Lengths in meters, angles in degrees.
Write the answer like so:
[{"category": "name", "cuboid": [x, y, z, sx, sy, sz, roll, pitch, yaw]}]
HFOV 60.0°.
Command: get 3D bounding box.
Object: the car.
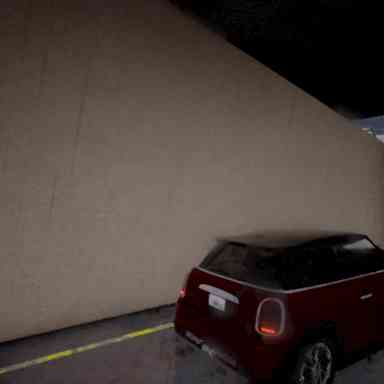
[{"category": "car", "cuboid": [2.044, 1.359, 5.264, 4.553, 1.767, 2.097, 0, 0, -35]}]
